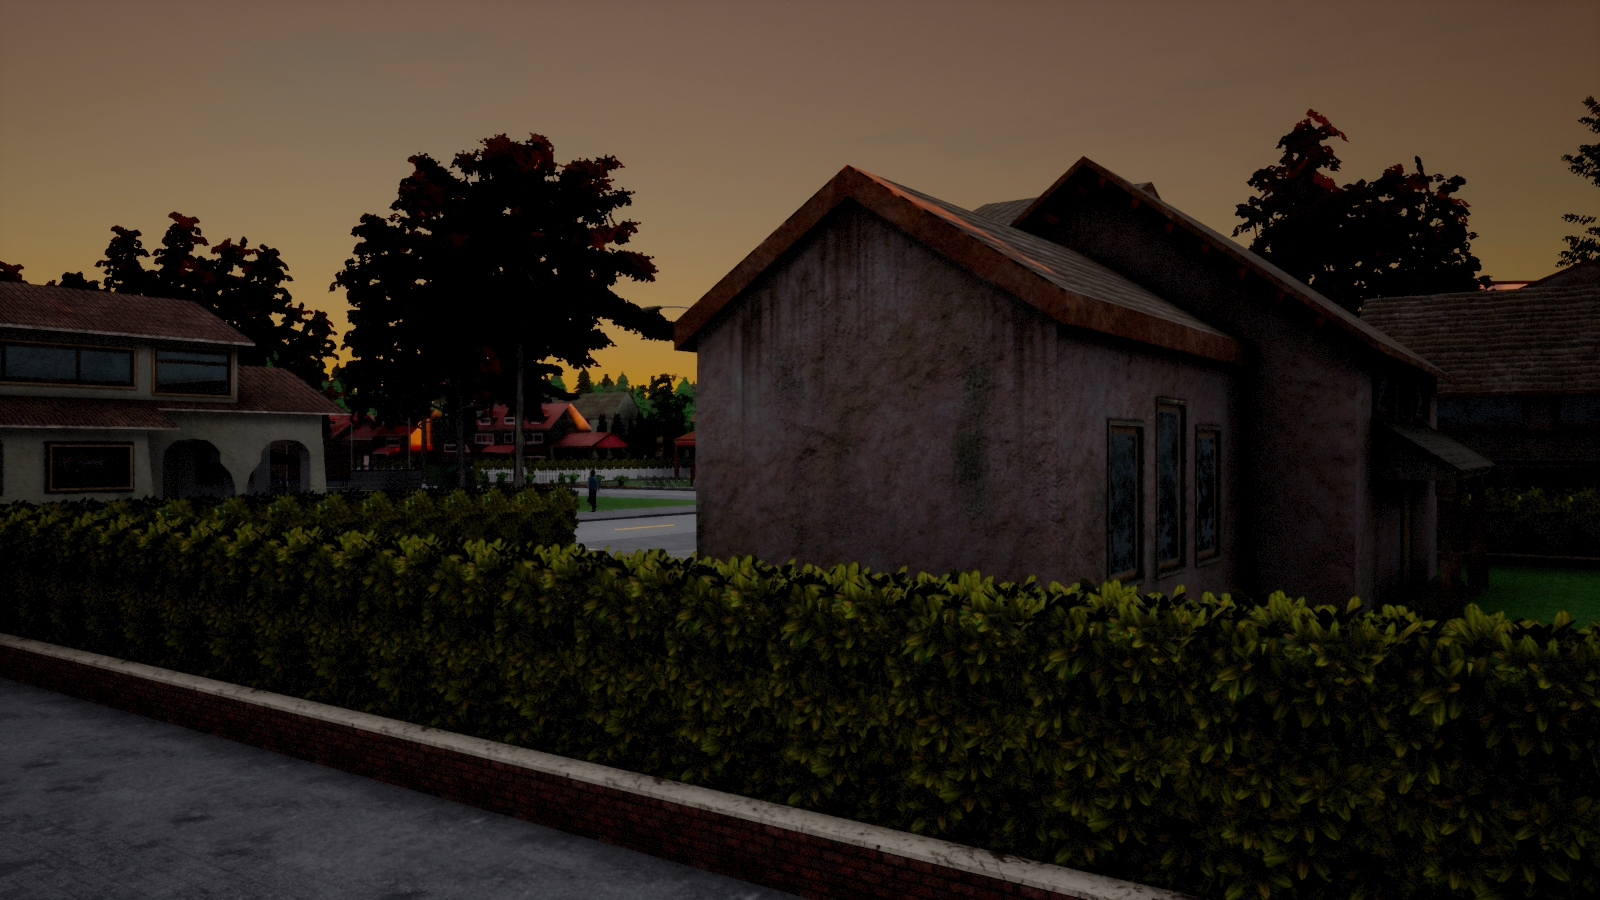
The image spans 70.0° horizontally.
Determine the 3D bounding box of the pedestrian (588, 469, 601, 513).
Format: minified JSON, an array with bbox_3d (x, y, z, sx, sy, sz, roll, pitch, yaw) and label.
[{"bbox_3d":[-8.685,1.733,48.252,0.375,1.860,0.375,0,0,31],"label":"pedestrian"}]
